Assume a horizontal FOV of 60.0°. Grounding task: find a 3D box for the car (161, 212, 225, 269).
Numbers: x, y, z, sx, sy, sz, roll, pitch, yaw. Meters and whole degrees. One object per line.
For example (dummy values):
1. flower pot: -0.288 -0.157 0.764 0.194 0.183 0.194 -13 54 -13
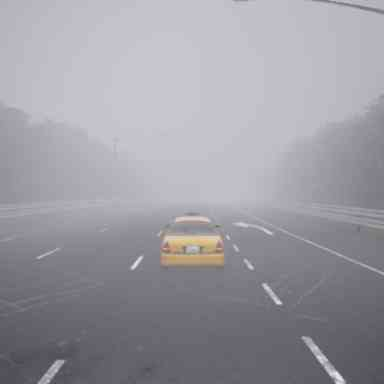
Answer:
1. car: 0.017 1.445 11.091 1.801 1.575 5.366 0 0 0
